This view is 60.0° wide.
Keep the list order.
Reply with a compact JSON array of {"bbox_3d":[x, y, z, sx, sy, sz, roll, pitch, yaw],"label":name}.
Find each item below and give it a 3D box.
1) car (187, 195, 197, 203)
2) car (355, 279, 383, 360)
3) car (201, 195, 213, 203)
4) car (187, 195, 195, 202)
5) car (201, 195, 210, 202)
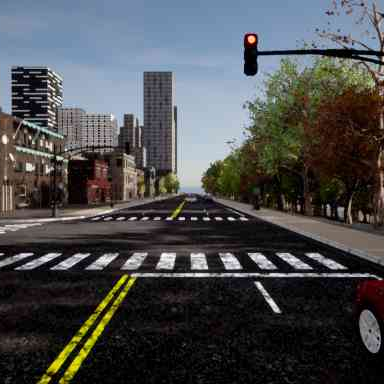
[{"bbox_3d":[-0.045,1.575,67.309,1.895,1.301,4.718,0,0,0],"label":"car"},{"bbox_3d":[3.344,1.477,2.928,1.882,1.535,5.008,0,0,0],"label":"car"},{"bbox_3d":[3.206,1.523,65.794,2.033,1.411,5.357,0,0,0],"label":"car"},{"bbox_3d":[-0.167,1.469,77.348,1.837,1.490,4.892,0,0,0],"label":"car"},{"bbox_3d":[3.088,1.469,76.289,1.837,1.490,4.892,0,0,0],"label":"car"}]
